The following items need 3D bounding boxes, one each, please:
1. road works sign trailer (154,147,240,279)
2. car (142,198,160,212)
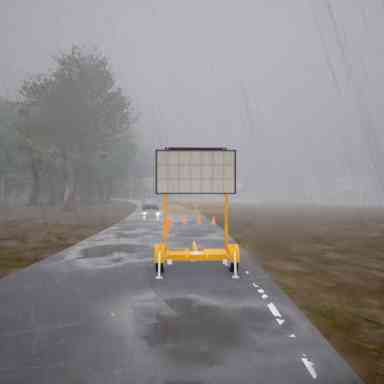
[{"bbox_3d":[0.110,0.464,10.063,2.380,3.560,2.880,0,0,-1],"label":"road works sign trailer"},{"bbox_3d":[-4.901,1.479,39.586,1.882,1.535,5.008,0,0,-7],"label":"car"}]
